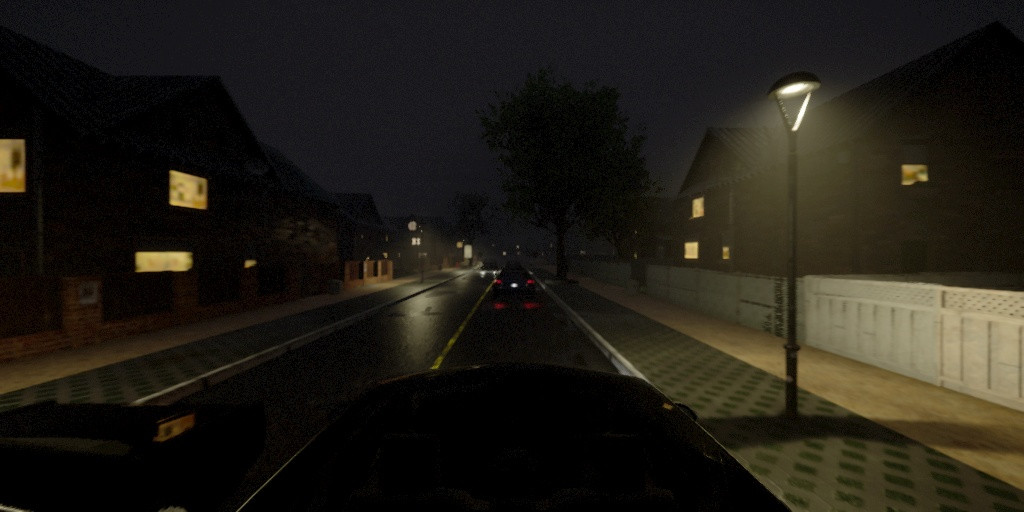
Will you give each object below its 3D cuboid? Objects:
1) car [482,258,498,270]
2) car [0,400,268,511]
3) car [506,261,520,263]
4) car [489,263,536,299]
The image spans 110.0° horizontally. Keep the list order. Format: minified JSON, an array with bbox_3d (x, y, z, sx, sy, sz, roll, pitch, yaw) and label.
[{"bbox_3d":[-2.760,0.992,45.474,1.882,1.535,5.008,0,0,1],"label":"car"},{"bbox_3d":[-2.851,1.357,0.555,1.895,1.301,4.718,0,0,0],"label":"car"},{"bbox_3d":[0.114,1.130,33.546,2.033,1.411,5.357,0,0,0],"label":"car"},{"bbox_3d":[0.104,1.231,17.502,1.994,1.385,4.181,0,0,0],"label":"car"}]
